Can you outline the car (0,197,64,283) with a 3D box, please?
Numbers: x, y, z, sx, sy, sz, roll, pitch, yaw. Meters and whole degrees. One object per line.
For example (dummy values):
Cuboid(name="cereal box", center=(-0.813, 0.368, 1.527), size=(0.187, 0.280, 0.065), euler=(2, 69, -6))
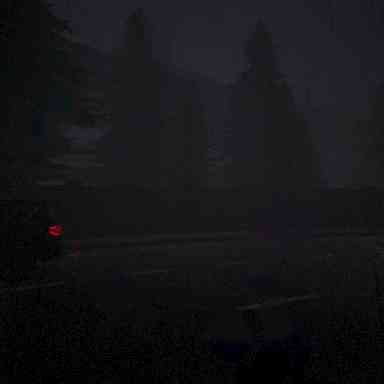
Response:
Cuboid(name="car", center=(-6.049, 1.161, 8.009), size=(5.566, 2.045, 2.150), euler=(0, 0, -34))
